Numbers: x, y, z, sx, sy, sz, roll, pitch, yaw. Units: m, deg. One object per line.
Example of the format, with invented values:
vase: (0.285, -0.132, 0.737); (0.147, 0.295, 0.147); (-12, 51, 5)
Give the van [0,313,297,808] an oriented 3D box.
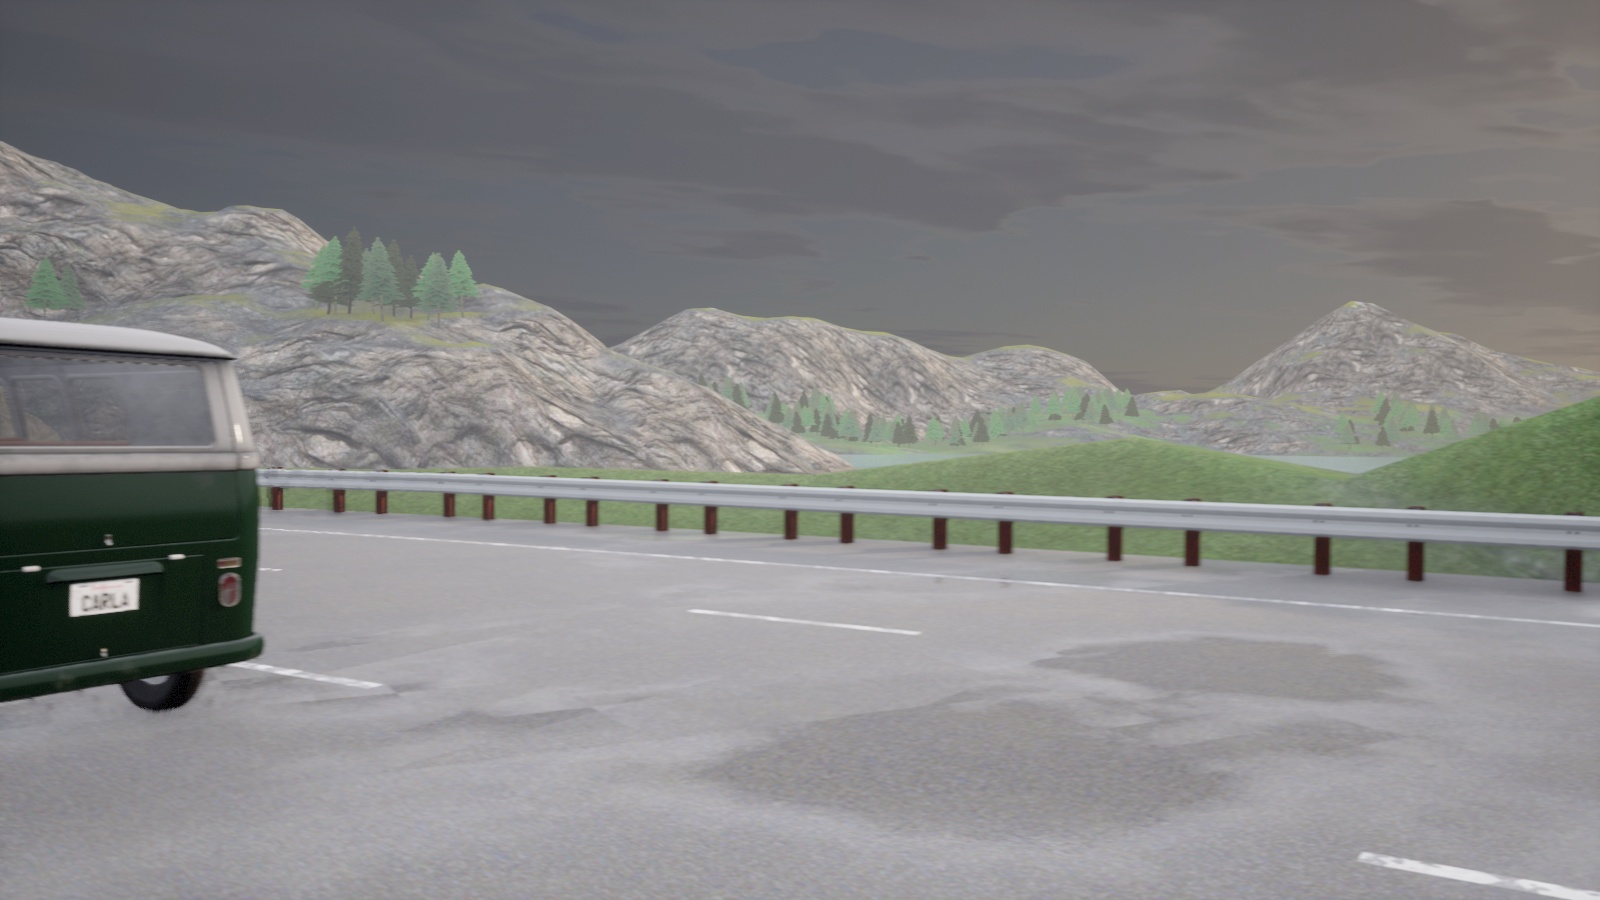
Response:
van: (-4.866, 0.437, 6.597); (4.442, 1.987, 1.775); (0, 1, 31)
